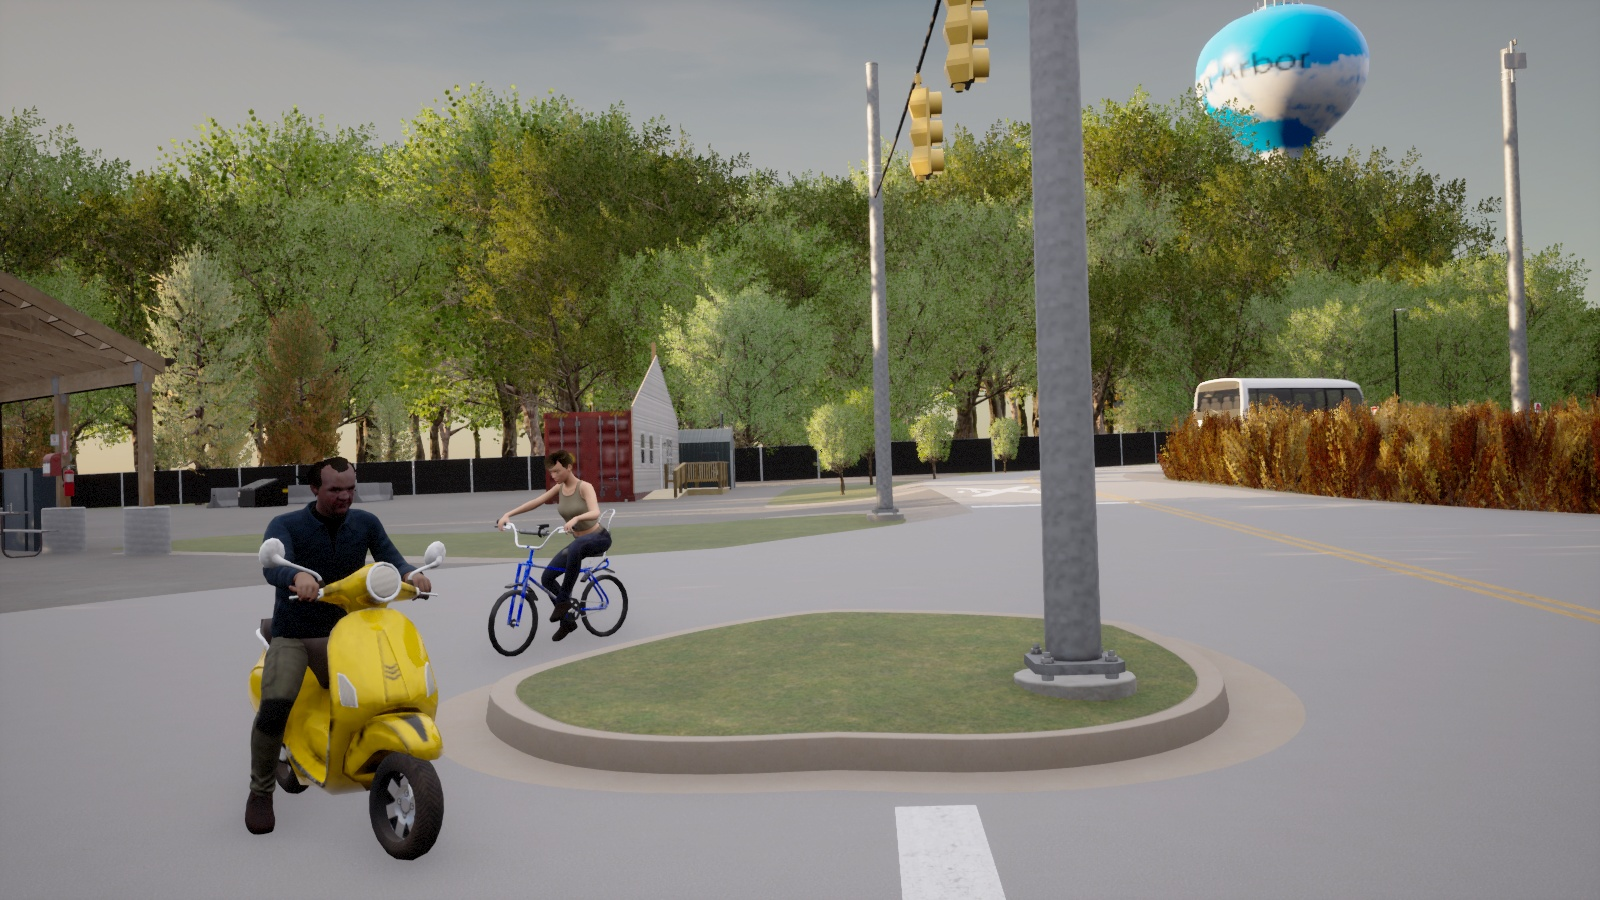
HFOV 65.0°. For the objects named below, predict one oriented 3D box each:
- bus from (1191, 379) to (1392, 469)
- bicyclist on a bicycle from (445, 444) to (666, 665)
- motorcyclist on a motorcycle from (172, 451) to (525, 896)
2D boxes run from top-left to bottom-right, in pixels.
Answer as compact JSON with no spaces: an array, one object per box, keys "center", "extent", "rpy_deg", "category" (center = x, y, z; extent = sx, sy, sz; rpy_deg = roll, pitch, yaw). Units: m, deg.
[{"center":[25.400,-1.348,64.700],"extent":[10.273,4.253,3.944],"rpy_deg":[-1,-1,-30],"category":"bus"},{"center":[-1.980,0.793,10.329],"extent":[0.866,1.612,1.509],"rpy_deg":[-1,2,39],"category":"bicyclist on a bicycle"},{"center":[-2.029,0.809,5.479],"extent":[0.866,1.590,1.817],"rpy_deg":[0,0,-40],"category":"motorcyclist on a motorcycle"}]
